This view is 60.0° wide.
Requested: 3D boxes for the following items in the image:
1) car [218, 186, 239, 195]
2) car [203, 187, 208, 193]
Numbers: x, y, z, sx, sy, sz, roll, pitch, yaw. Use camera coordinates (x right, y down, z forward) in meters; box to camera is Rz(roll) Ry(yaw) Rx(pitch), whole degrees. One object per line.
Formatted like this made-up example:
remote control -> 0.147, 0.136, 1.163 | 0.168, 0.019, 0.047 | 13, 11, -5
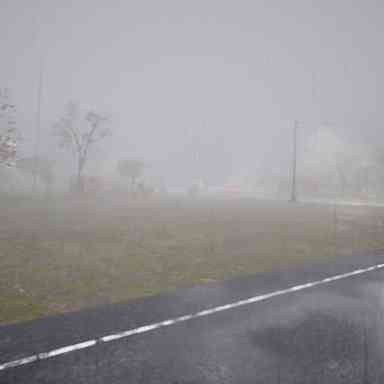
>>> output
car -> 7.182, -0.406, 65.693 | 2.097, 1.767, 4.553 | 0, 2, -36
car -> 1.580, -0.693, 73.519 | 1.882, 1.535, 5.008 | 0, 2, -36
